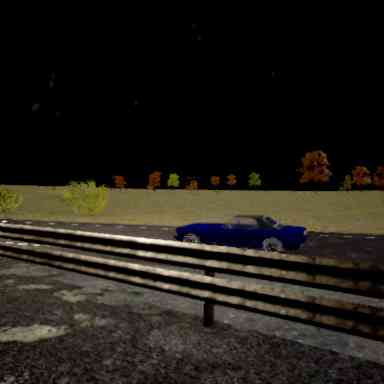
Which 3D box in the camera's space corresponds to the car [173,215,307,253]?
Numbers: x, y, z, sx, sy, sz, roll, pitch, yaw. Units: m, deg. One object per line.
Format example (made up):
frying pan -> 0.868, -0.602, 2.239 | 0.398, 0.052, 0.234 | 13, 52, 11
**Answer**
car -> 1.729, 1.494, 12.281 | 4.718, 1.301, 1.895 | 0, 0, 22
